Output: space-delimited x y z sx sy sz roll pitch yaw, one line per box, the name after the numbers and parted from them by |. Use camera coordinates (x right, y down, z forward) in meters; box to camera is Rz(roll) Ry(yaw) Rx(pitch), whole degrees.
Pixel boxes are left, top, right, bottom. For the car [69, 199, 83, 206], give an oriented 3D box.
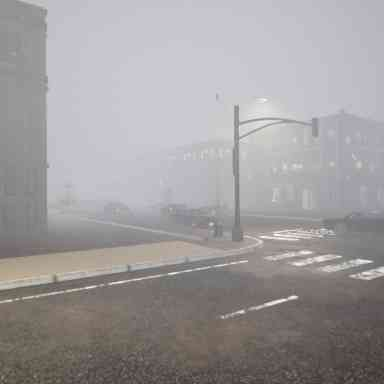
-26.701 2.364 76.431 1.947 1.339 4.313 -1 0 -35 | car

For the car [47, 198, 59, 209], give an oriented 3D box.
-23.825 2.232 57.898 1.752 1.417 4.829 -1 0 -35 | car

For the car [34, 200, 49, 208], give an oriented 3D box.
-30.331 2.375 67.066 2.008 1.369 4.403 -1 0 -35 | car

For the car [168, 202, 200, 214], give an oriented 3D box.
-1.073 1.904 40.319 1.802 1.307 4.206 -2 0 -35 | car

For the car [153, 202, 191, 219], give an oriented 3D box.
-1.406 1.819 30.802 1.812 1.442 4.674 -1 0 -35 | car

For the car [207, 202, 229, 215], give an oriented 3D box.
2.130 1.809 35.805 2.008 1.369 4.403 -2 0 -35 | car

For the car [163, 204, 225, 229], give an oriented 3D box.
0.026 1.814 24.081 1.947 1.339 4.313 -1 0 -35 | car

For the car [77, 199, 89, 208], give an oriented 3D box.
-20.193 2.194 62.816 1.812 1.442 4.674 -1 0 -35 | car

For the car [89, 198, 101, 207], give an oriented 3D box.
-17.096 1.939 62.888 2.192 1.841 5.009 -1 0 -35 | car

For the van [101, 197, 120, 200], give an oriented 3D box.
-13.892 1.907 58.374 1.690 1.788 3.998 -1 0 -35 | van

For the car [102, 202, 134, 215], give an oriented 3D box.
-9.408 1.997 42.087 2.033 1.411 5.357 -1 0 -35 | car

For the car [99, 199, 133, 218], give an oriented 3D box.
-7.909 1.846 35.467 1.967 1.590 4.097 -1 0 -35 | car

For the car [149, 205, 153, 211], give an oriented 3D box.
-4.276 1.966 44.833 1.802 1.307 4.206 -2 0 -35 | car

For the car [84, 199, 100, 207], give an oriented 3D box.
-20.294 2.227 67.402 1.887 1.381 4.507 -1 0 -35 | car

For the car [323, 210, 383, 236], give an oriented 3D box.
9.430 1.619 17.167 4.718 1.301 1.895 -1 -1 41 | car
